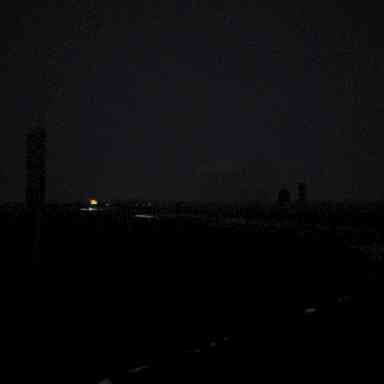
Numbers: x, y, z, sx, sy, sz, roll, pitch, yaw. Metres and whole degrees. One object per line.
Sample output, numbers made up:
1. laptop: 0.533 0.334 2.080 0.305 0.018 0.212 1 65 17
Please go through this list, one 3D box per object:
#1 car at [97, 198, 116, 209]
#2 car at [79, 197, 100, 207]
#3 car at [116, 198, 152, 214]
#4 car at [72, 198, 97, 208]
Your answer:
1. car: -11.556 1.657 48.470 2.128 1.511 4.902 0 -1 -35
2. car: -17.623 1.701 56.849 1.882 1.535 5.008 0 -1 -36
3. car: -6.082 1.425 35.881 2.097 1.767 4.553 0 -1 -35
4. car: -16.943 1.699 51.182 2.128 1.511 4.902 0 -1 -36
